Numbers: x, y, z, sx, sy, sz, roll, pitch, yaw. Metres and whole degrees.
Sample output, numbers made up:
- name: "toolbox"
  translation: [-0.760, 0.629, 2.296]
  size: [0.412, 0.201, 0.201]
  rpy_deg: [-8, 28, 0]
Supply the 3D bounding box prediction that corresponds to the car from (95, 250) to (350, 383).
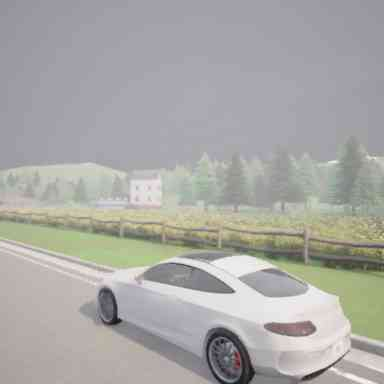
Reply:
- name: "car"
  translation: [0.141, 1.739, 5.655]
  size: [1.812, 1.442, 4.674]
  rpy_deg: [3, -3, -44]
